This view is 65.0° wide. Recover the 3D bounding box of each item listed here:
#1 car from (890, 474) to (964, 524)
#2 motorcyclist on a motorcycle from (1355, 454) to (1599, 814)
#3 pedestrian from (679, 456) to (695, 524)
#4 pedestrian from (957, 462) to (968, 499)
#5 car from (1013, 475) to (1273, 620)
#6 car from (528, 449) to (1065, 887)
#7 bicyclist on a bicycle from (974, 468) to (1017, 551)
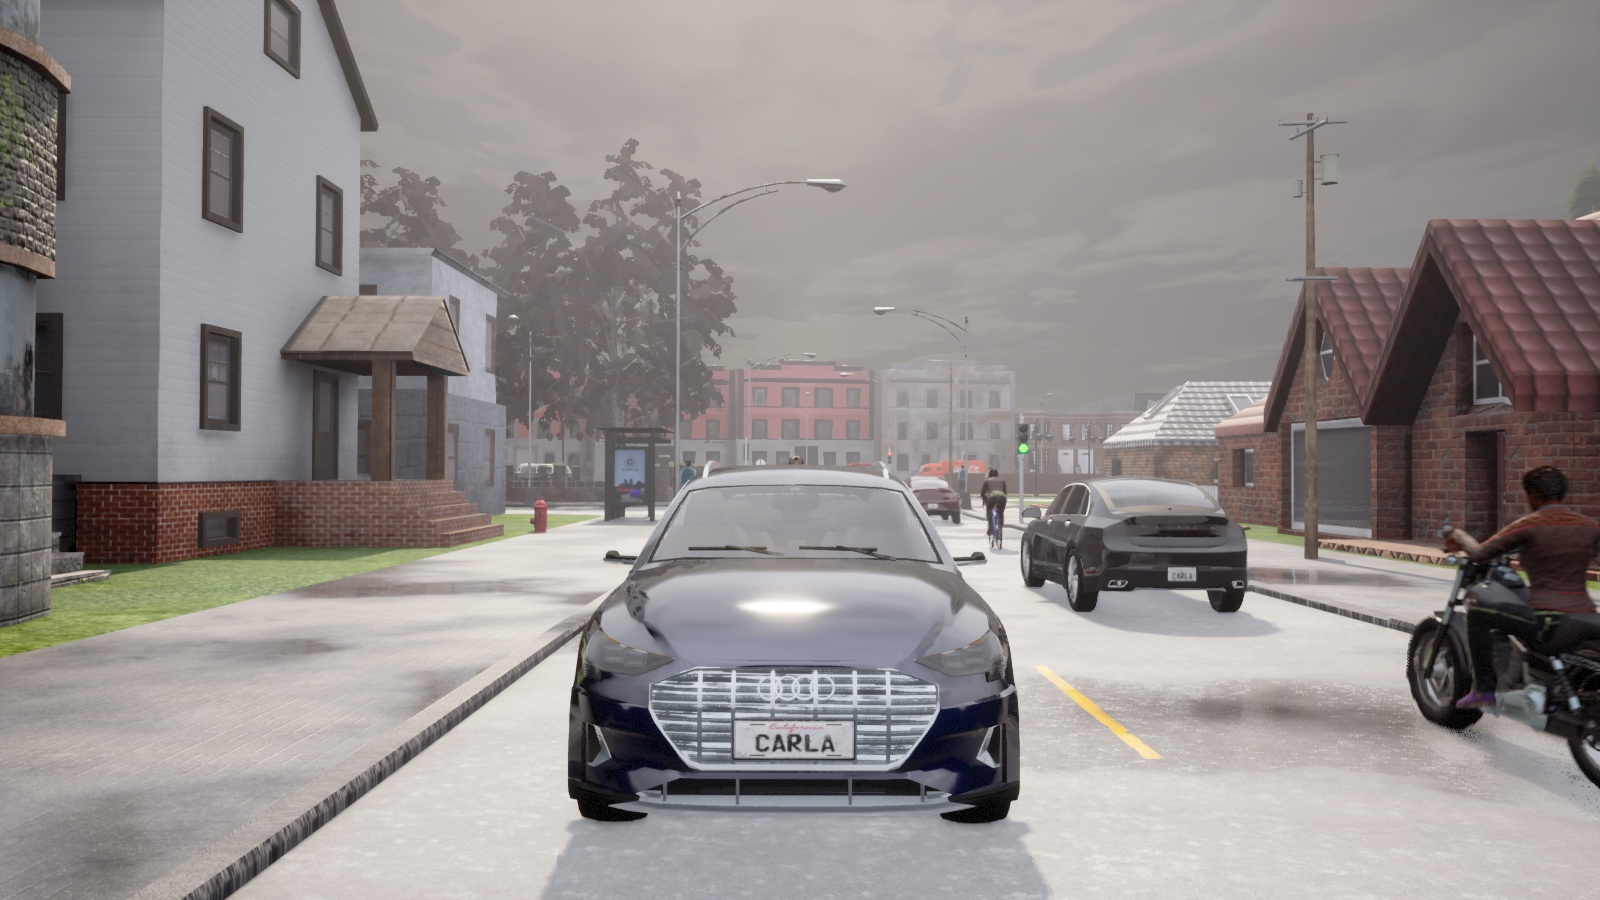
[{"bbox_3d":[3.899,1.482,39.232,1.812,1.442,4.674,0,-1,0],"label":"car"},{"bbox_3d":[3.981,0.866,6.941,0.766,1.649,2.350,0,-1,0],"label":"motorcyclist on a motorcycle"},{"bbox_3d":[-3.257,1.142,36.121,0.396,1.930,0.692,0,-1,1],"label":"pedestrian"},{"bbox_3d":[8.524,1.595,65.972,0.396,1.930,0.692,0,-1,-9],"label":"pedestrian"},{"bbox_3d":[3.960,1.061,15.431,1.837,1.490,4.892,0,-1,0],"label":"car"},{"bbox_3d":[-0.020,0.865,7.198,2.033,1.649,4.856,0,-1,0],"label":"car"},{"bbox_3d":[3.934,1.177,25.382,0.582,1.620,1.656,0,-1,0],"label":"bicyclist on a bicycle"}]
